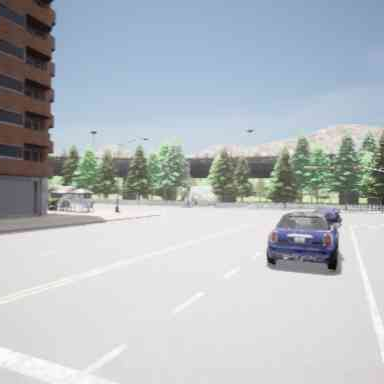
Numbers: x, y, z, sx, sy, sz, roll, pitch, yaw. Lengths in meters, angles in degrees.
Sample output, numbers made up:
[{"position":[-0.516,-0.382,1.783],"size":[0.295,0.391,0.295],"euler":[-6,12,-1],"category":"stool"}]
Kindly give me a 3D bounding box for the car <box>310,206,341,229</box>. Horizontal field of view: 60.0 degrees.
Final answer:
[{"position":[10.466,1.861,25.832],"size":[1.812,1.442,4.674],"euler":[1,0,27],"category":"car"}]

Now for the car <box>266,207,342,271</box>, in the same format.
[{"position":[4.120,1.496,11.943],"size":[2.097,1.767,4.553],"euler":[1,-1,24],"category":"car"}]
